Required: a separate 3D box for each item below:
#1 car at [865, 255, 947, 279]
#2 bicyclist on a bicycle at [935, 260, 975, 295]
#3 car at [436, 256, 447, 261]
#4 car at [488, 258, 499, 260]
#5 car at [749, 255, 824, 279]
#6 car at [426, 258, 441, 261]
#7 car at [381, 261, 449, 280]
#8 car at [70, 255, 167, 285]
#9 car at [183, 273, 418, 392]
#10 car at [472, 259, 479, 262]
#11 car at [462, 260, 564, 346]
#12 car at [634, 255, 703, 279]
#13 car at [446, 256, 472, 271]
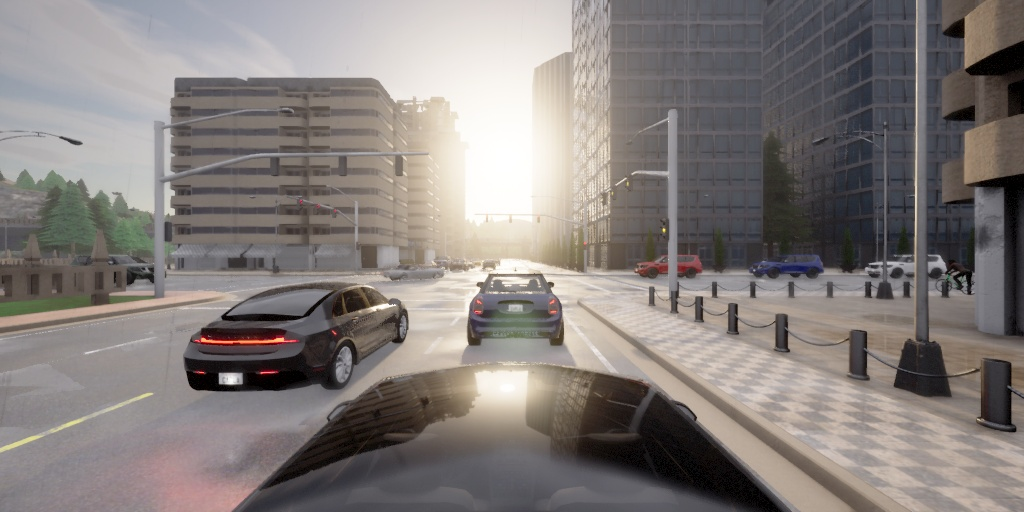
[{"bbox_3d":[34.396,0.916,31.372,5.566,2.045,2.150,0,0,0],"label":"car"},{"bbox_3d":[21.022,0.996,16.981,0.582,1.620,1.656,0,0,0],"label":"bicyclist on a bicycle"},{"bbox_3d":[-10.521,0.971,54.305,2.150,2.045,5.566,0,0,0],"label":"car"},{"bbox_3d":[-3.340,1.254,53.754,1.837,1.490,4.892,0,0,0],"label":"car"},{"bbox_3d":[24.034,0.916,31.442,5.566,2.045,2.150,0,0,1],"label":"car"},{"bbox_3d":[-10.578,1.276,44.599,1.812,1.442,4.674,0,0,1],"label":"car"},{"bbox_3d":[-7.808,1.318,28.626,4.718,1.301,1.895,0,0,-43],"label":"car"},{"bbox_3d":[-27.311,0.916,24.866,5.566,2.045,2.150,0,0,3],"label":"car"},{"bbox_3d":[-3.425,1.255,6.814,1.837,1.490,4.892,0,0,0],"label":"car"},{"bbox_3d":[-7.006,1.297,57.652,2.033,1.411,5.357,0,0,0],"label":"car"},{"bbox_3d":[0.092,1.102,9.585,2.097,1.767,4.553,0,0,0],"label":"car"},{"bbox_3d":[13.714,0.916,31.515,5.566,2.045,2.150,0,0,0],"label":"car"},{"bbox_3d":[-7.033,1.102,48.181,2.097,1.767,4.553,0,0,0],"label":"car"}]
